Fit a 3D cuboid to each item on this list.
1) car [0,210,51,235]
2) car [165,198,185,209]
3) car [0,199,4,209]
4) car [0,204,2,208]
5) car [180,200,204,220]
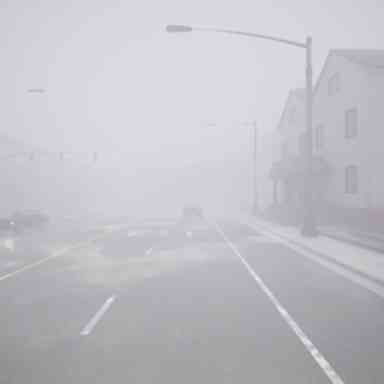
[{"bbox_3d":[-10.533,1.802,20.346,1.895,1.301,4.718,0,-1,0],"label":"car"},{"bbox_3d":[-2.449,1.986,58.683,2.097,1.767,4.553,1,-1,-27],"label":"car"},{"bbox_3d":[-32.343,1.952,51.908,2.038,1.542,4.974,0,-1,29],"label":"car"},{"bbox_3d":[-32.367,1.794,51.864,1.853,1.218,4.536,0,-1,29],"label":"car"},{"bbox_3d":[0.105,1.860,32.709,1.837,1.490,4.892,0,-1,1],"label":"car"}]
